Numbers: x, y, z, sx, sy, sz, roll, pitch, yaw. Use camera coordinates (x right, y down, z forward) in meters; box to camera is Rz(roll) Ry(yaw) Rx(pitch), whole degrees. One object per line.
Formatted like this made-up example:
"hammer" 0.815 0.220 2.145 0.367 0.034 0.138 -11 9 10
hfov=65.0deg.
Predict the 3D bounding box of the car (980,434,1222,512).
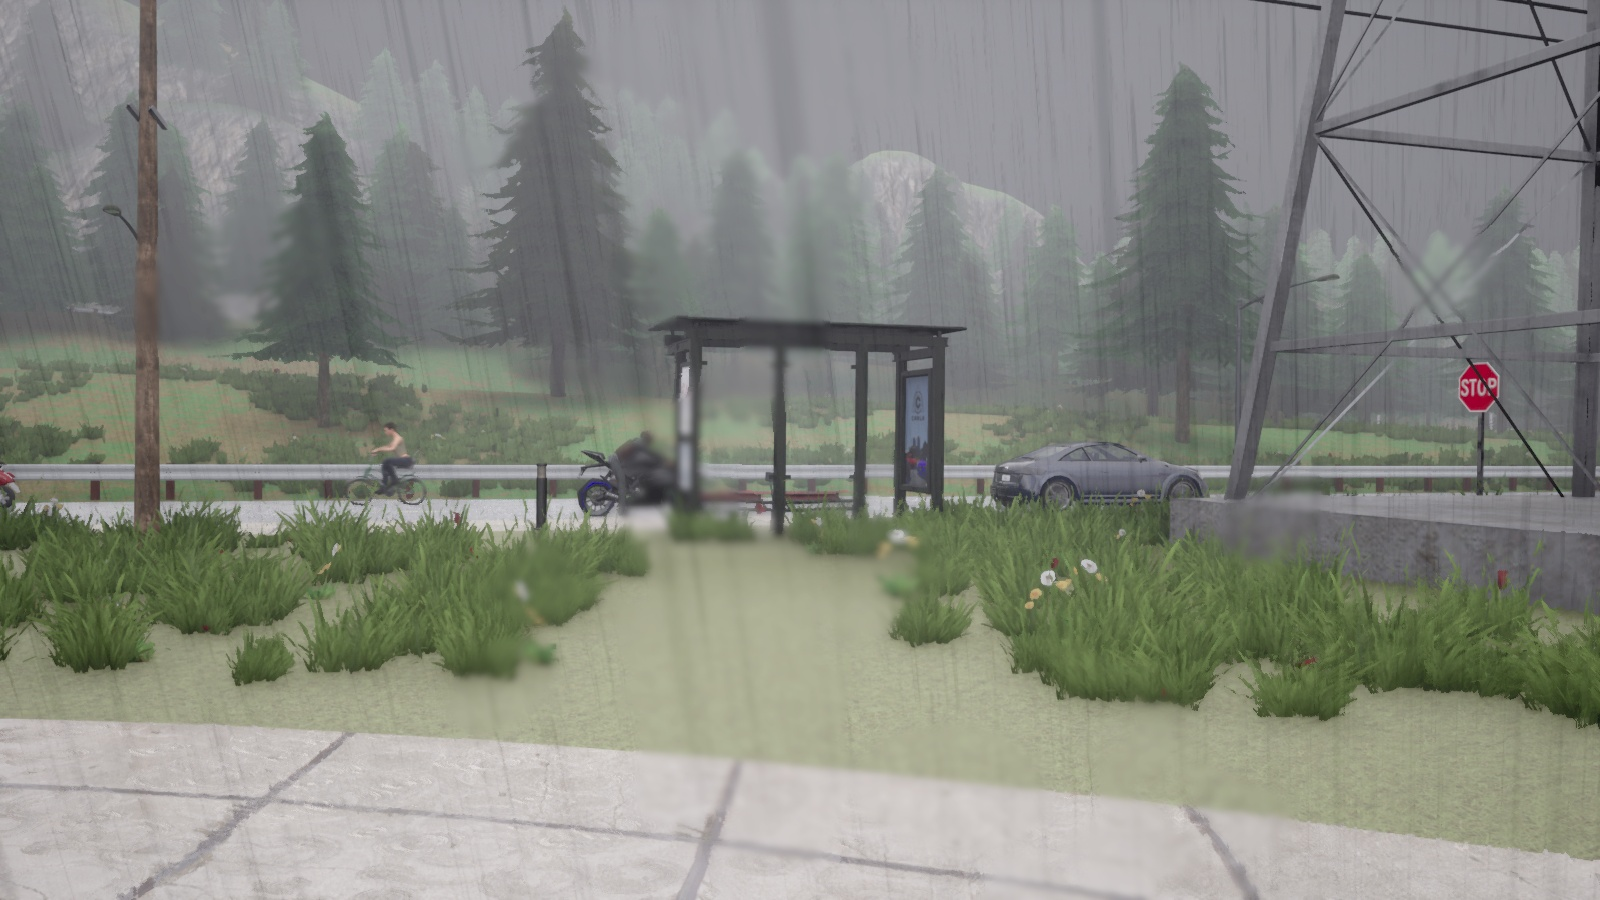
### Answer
"car" 5.868 0.406 24.610 4.181 1.385 1.994 -1 1 -17

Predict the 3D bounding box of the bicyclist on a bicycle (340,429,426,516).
"bicyclist on a bicycle" -7.938 0.413 23.966 1.509 1.612 0.866 -1 1 -17

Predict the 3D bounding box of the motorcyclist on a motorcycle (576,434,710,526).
"motorcyclist on a motorcycle" -2.740 0.492 21.927 2.191 1.530 0.866 -1 1 -17

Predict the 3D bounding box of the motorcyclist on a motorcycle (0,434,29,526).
"motorcyclist on a motorcycle" -14.612 0.518 21.891 1.817 1.590 0.866 -1 1 -17
